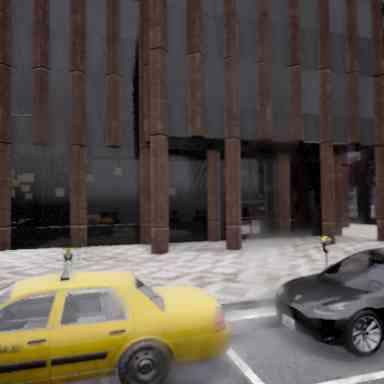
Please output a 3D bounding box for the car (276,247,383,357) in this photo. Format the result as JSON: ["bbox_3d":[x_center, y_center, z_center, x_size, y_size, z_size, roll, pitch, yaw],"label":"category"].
[{"bbox_3d":[3.648,1.721,6.002,4.313,1.339,1.947,0,-2,-17],"label":"car"}]

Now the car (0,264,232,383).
[{"bbox_3d":[-1.919,1.691,4.352,4.829,1.417,1.752,0,-2,-17],"label":"car"}]
